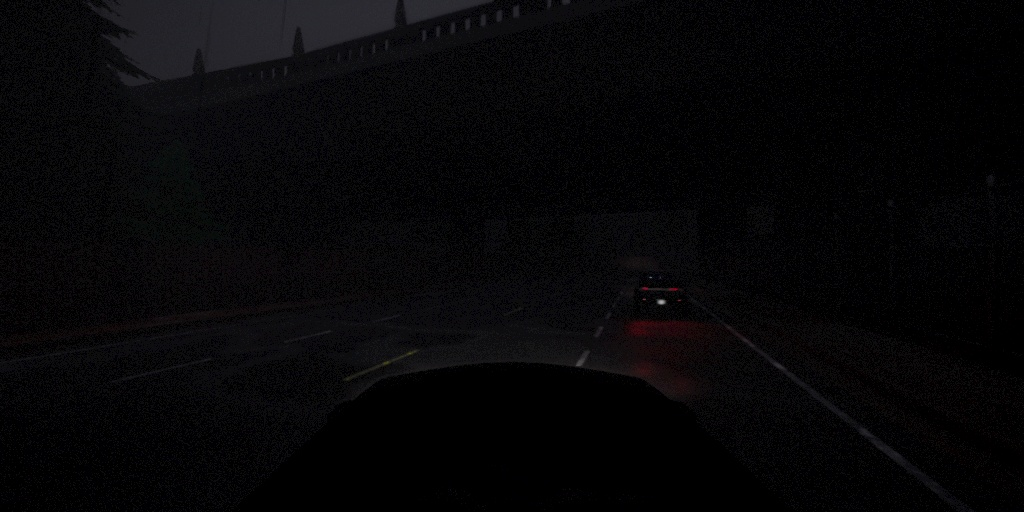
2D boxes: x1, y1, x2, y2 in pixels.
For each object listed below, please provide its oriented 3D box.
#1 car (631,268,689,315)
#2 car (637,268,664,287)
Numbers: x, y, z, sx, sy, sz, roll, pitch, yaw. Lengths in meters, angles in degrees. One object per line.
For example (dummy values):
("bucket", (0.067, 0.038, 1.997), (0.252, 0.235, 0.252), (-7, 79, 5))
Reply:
("car", (5.907, 1.372, 14.465), (2.128, 1.511, 4.902), (0, 0, 20))
("car", (10.915, 1.621, 28.341), (1.895, 1.301, 4.718), (0, -1, 21))
